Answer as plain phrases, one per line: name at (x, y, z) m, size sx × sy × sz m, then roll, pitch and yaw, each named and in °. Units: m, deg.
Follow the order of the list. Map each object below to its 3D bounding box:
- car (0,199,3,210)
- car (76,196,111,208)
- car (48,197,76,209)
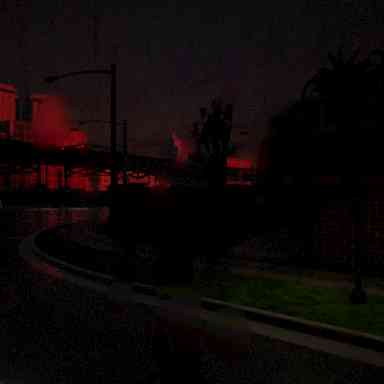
car at (-20.883, 1.169, 31.310) m, size 2.150 × 2.045 × 5.566 m, roll 0°, pitch 0°, yaw 33°
car at (-12.061, 1.308, 43.385) m, size 1.837 × 1.490 × 4.892 m, roll 0°, pitch 1°, yaw 37°
car at (-16.396, 1.362, 43.456) m, size 1.812 × 1.442 × 4.674 m, roll 0°, pitch 1°, yaw 37°
